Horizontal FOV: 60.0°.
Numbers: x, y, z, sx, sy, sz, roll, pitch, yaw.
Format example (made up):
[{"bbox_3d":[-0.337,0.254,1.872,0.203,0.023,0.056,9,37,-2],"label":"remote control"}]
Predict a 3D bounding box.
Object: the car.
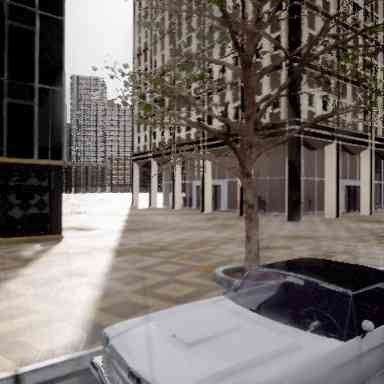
[{"bbox_3d":[1.324,1.592,4.001,4.718,1.301,1.895,0,0,-35],"label":"car"}]
